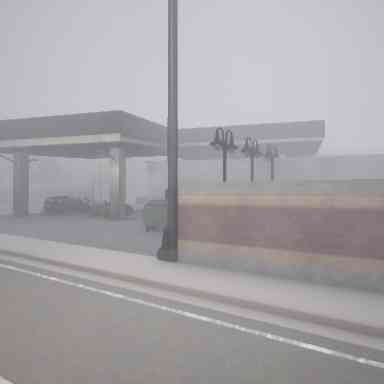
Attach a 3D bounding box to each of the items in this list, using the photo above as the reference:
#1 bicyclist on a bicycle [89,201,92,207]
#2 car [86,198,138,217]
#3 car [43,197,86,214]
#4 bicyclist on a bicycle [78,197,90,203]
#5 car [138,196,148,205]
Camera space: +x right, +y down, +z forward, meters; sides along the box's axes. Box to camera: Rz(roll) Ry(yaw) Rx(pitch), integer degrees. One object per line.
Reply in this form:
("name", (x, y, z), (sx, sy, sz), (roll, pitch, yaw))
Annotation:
("bicyclist on a bicycle", (-13.222, 1.430, 41.639), (1.656, 1.620, 0.582), (3, 3, 20))
("car", (-7.276, 1.454, 30.483), (1.970, 1.475, 3.806), (0, 0, 37))
("car", (-12.351, 1.293, 33.281), (2.242, 1.667, 4.611), (0, 0, 37))
("bicyclist on a bicycle", (-13.476, 1.378, 40.753), (0.582, 1.620, 1.656), (-27, 3, -24))
("car", (-8.269, 1.516, 61.054), (1.837, 1.490, 4.892), (0, 0, 36))
